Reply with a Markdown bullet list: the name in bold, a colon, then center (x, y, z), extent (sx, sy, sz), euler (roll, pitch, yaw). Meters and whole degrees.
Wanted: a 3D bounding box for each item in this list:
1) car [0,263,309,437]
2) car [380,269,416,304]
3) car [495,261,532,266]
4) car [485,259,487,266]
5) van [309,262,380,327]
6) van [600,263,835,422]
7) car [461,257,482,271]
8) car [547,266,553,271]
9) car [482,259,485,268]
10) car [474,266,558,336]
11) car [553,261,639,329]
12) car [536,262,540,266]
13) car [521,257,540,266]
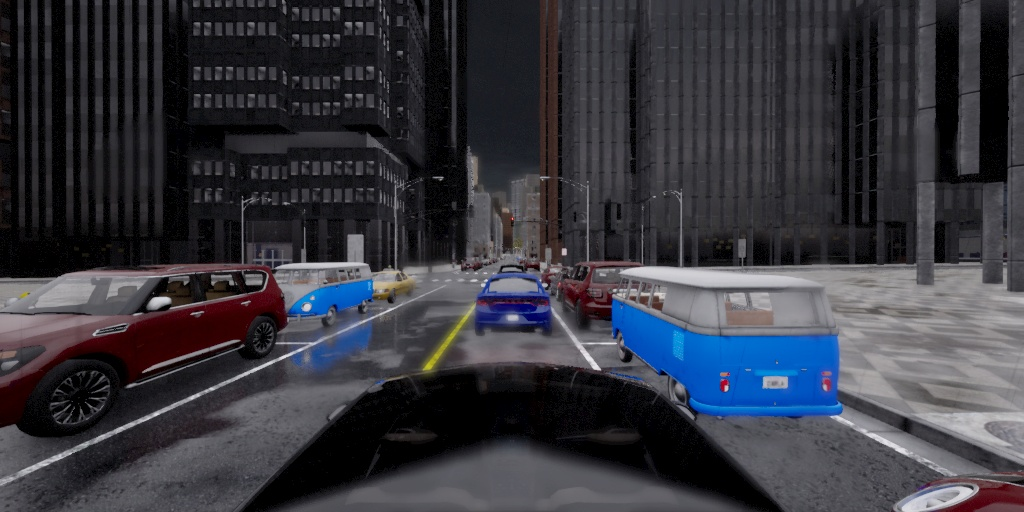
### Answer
- **car**: center (-5.765, 1.064, 5.626), extent (2.192, 1.841, 5.009), euler (0, 0, 0)
- **car**: center (-5.763, 1.276, 16.505), extent (1.751, 1.417, 4.829), euler (0, 0, 0)
- **car**: center (0.001, 1.257, 20.797), extent (1.837, 1.490, 4.892), euler (0, 0, 0)
- **car**: center (-5.762, 1.348, 60.525), extent (1.948, 1.339, 4.313), euler (0, 0, 0)
- **van**: center (-5.764, 1.091, 11.151), extent (1.690, 1.789, 3.998), euler (0, 0, 0)
- **van**: center (2.767, 1.091, 5.612), extent (1.690, 1.789, 3.998), euler (0, 0, 0)
- **car**: center (-5.762, 1.084, 49.239), extent (2.192, 1.841, 5.009), euler (0, 0, 0)
- **car**: center (2.764, 1.301, 16.663), extent (2.007, 1.370, 4.403), euler (0, 0, 0)
- **car**: center (-5.762, 1.090, 54.882), extent (2.192, 1.841, 5.009), euler (0, 0, 0)
- **car**: center (0.058, 1.228, 10.426), extent (1.882, 1.535, 5.008), euler (0, 0, 1)
- **car**: center (2.766, 1.065, 11.138), extent (2.192, 1.841, 5.009), euler (0, 0, 0)
- **car**: center (2.763, 1.297, 22.189), extent (1.888, 1.381, 4.507), euler (0, 0, 0)
- **car**: center (2.763, 1.084, 49.229), extent (2.192, 1.841, 5.009), euler (0, 0, 0)
